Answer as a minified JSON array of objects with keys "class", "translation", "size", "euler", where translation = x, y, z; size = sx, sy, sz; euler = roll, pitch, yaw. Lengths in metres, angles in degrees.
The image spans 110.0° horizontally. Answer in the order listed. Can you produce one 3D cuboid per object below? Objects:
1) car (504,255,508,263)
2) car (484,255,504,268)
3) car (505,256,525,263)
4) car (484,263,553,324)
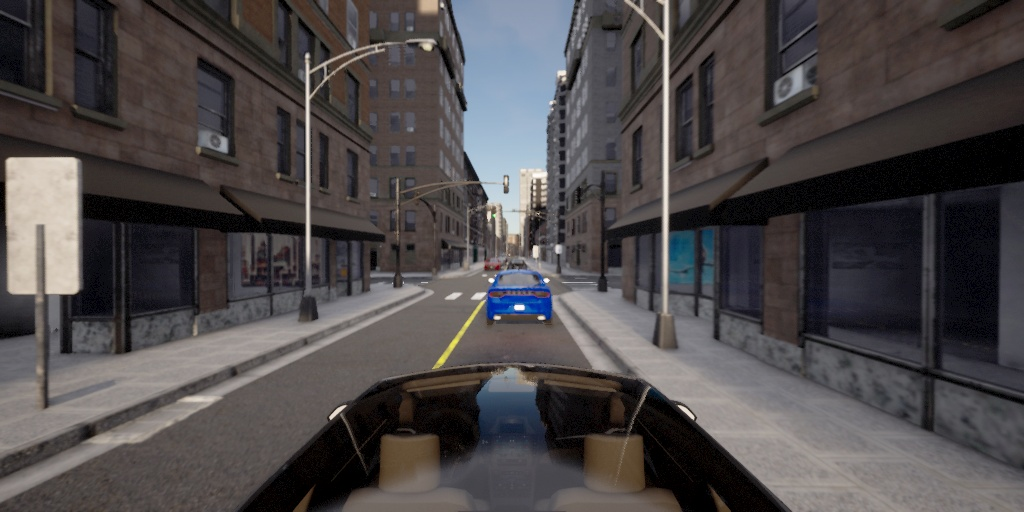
[{"class":"car","translation":[-2.108,0.970,58.123],"size":[1.812,1.442,4.674],"euler":[0,0,1]},{"class":"car","translation":[-2.323,0.989,43.764],"size":[1.882,1.535,5.008],"euler":[0,1,1]},{"class":"car","translation":[0.510,1.064,34.932],"size":[1.837,1.490,4.892],"euler":[0,0,1]},{"class":"car","translation":[0.227,1.167,11.775],"size":[1.882,1.535,5.008],"euler":[0,0,1]}]
